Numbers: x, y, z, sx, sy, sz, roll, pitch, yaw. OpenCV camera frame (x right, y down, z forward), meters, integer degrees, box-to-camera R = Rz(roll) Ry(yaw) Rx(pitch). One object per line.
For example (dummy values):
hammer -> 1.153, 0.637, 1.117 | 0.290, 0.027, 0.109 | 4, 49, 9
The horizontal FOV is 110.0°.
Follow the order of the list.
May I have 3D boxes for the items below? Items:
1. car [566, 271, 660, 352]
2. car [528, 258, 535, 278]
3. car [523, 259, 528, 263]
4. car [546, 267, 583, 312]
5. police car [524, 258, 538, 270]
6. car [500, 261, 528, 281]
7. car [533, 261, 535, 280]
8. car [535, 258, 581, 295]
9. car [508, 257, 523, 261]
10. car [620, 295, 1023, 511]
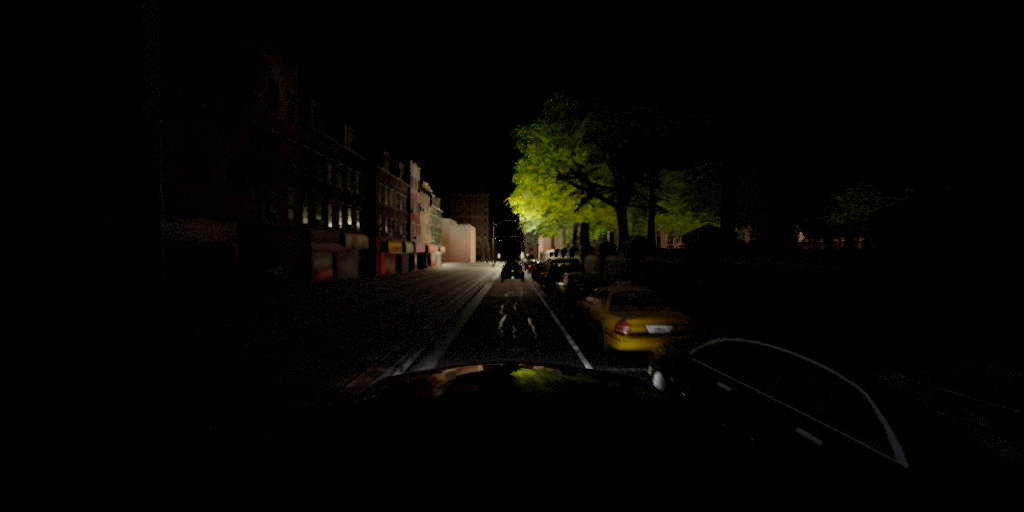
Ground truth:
car -> 2.637, 1.262, 8.699 | 1.751, 1.417, 4.829 | 0, 0, 0
car -> 2.640, 1.162, 30.330 | 1.967, 1.591, 4.097 | 0, 0, 0
car -> 2.641, 1.169, 41.230 | 1.967, 1.591, 4.097 | 0, 0, 0
car -> 2.638, 1.279, 13.980 | 2.007, 1.370, 4.403 | 0, 0, 0
police car -> 2.755, 1.174, 53.035 | 1.930, 1.638, 5.238 | 0, 0, 0
car -> 0.060, 1.324, 28.981 | 1.895, 1.301, 4.718 | 0, 0, 0
car -> 2.639, 1.248, 25.049 | 1.751, 1.417, 4.829 | 0, 0, 0
car -> 2.639, 1.039, 19.429 | 2.192, 1.841, 5.009 | 0, 0, 0
car -> 0.073, 1.242, 45.860 | 1.837, 1.490, 4.892 | 0, 0, 0
car -> 2.637, 1.298, 3.080 | 2.007, 1.370, 4.403 | 0, 0, 0
